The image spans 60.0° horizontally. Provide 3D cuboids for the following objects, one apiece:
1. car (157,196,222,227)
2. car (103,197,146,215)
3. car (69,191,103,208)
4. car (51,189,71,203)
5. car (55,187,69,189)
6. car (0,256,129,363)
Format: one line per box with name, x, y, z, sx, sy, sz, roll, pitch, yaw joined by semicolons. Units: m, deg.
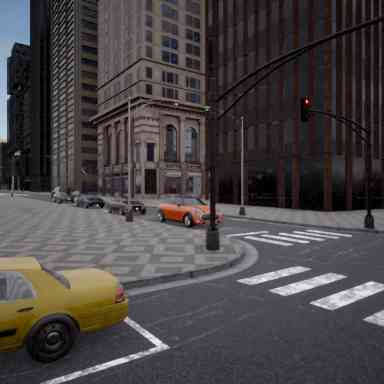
car;-0.218;1.049;20.093;2.097;1.767;4.553;0;1;-36
car;-5.412;1.087;27.353;1.994;1.385;4.181;0;1;-36
car;-10.834;0.892;34.937;2.033;1.411;5.357;0;1;-35
car;-16.670;0.661;43.144;1.837;1.490;4.892;0;1;-36
car;-21.924;0.132;55.759;2.150;2.045;5.566;0;1;-36
car;-3.261;1.525;4.323;4.829;1.417;1.752;0;0;-35
